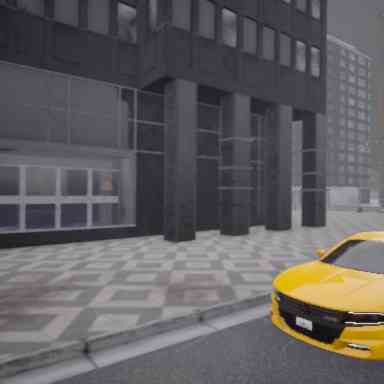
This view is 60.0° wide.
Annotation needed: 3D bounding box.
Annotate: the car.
[{"bbox_3d":[3.526,1.478,5.890,5.008,1.535,1.882,0,0,-35],"label":"car"}]
